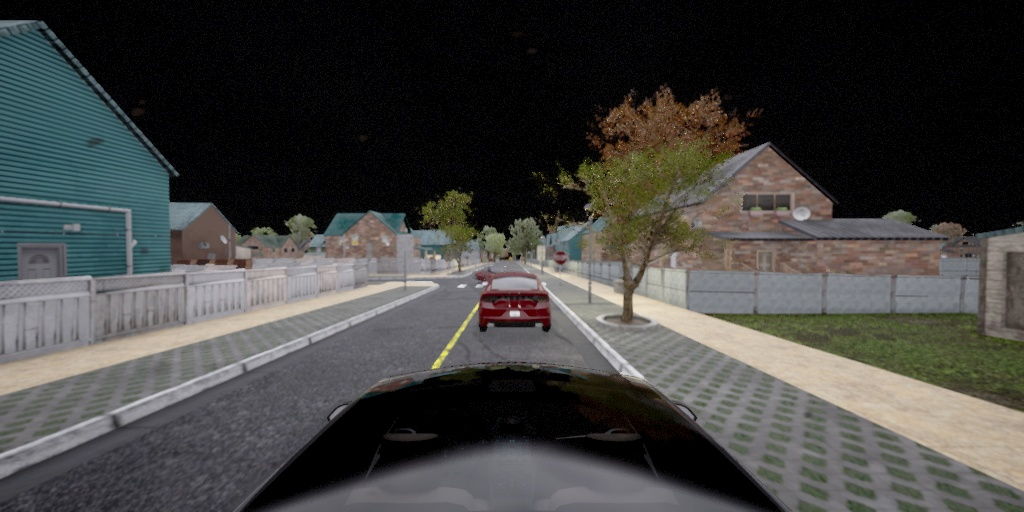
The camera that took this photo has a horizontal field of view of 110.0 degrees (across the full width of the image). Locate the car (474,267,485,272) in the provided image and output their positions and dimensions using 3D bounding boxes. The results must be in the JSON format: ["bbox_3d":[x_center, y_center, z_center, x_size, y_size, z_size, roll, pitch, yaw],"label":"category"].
[{"bbox_3d":[-1.296,1.367,25.119,1.895,1.301,4.718,0,0,-21],"label":"car"}]

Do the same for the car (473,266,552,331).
[{"bbox_3d":[0.079,1.231,10.978,1.882,1.535,5.008,0,0,0],"label":"car"}]
